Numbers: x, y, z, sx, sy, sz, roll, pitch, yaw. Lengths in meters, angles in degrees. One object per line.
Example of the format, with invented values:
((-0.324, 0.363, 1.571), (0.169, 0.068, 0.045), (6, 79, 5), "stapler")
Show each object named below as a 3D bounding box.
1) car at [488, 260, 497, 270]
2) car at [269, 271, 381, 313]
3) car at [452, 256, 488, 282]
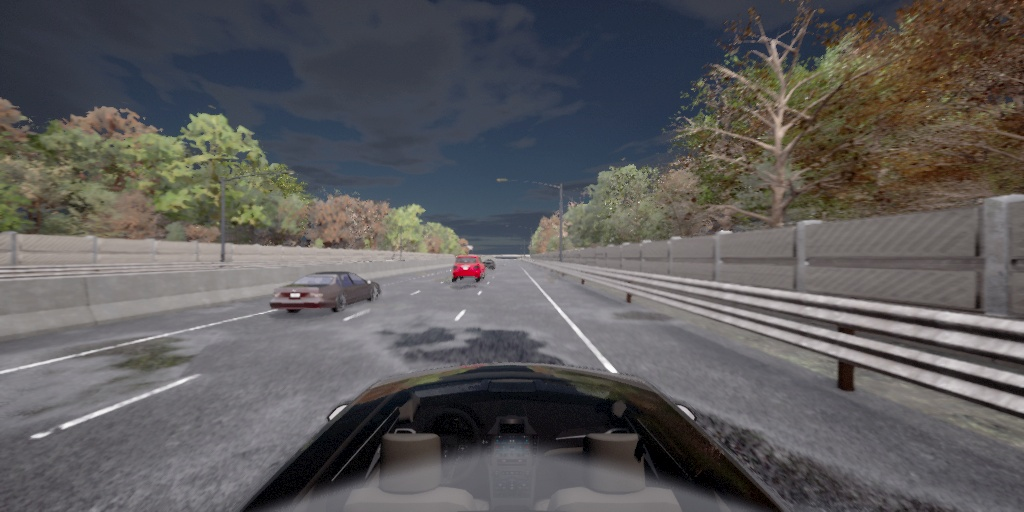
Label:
((-3.411, 1.316, 53.510), (1.837, 1.490, 4.892), (0, 0, 0), "car")
((-6.898, 1.301, 13.919), (2.033, 1.411, 5.357), (0, 0, 0), "car")
((-3.403, 0.991, 28.940), (2.150, 2.045, 5.566), (0, 0, 0), "car")
